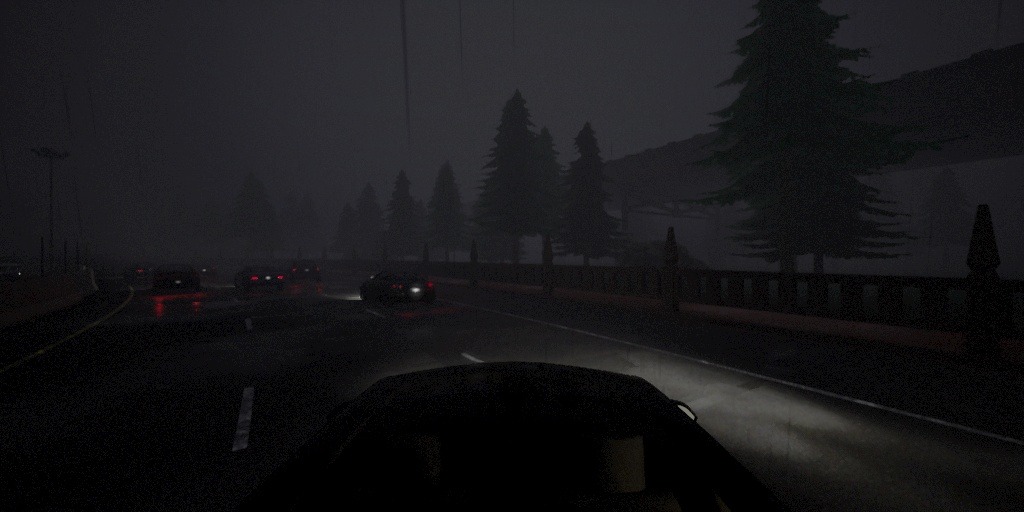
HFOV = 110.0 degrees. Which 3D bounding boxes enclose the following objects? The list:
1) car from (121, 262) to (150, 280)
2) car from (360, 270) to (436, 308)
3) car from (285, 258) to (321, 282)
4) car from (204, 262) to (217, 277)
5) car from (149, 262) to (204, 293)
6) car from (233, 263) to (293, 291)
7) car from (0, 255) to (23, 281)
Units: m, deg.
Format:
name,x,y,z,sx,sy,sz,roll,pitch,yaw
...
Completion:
name,x,y,z,sx,sy,sz,roll,pitch,yaw
car,-31.219,1.231,30.331,5.357,1.411,2.033,0,0,34
car,-4.961,1.283,15.334,1.994,1.385,4.181,0,0,-39
car,-16.428,1.044,27.379,4.553,1.767,2.097,0,0,42
car,-28.743,1.241,32.778,4.181,1.385,1.994,0,0,36
car,-19.203,1.184,20.446,5.008,1.535,1.882,1,0,45
car,-15.165,1.252,21.425,5.357,1.411,2.033,0,0,45
car,-39.839,0.919,27.644,5.566,2.045,2.150,0,0,32
